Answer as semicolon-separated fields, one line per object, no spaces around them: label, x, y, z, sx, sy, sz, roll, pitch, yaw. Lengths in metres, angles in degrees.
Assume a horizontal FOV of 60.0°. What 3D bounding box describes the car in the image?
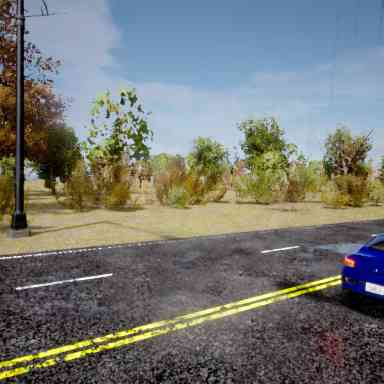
car;4.943;1.453;6.894;4.674;1.442;1.812;0;2;-35
